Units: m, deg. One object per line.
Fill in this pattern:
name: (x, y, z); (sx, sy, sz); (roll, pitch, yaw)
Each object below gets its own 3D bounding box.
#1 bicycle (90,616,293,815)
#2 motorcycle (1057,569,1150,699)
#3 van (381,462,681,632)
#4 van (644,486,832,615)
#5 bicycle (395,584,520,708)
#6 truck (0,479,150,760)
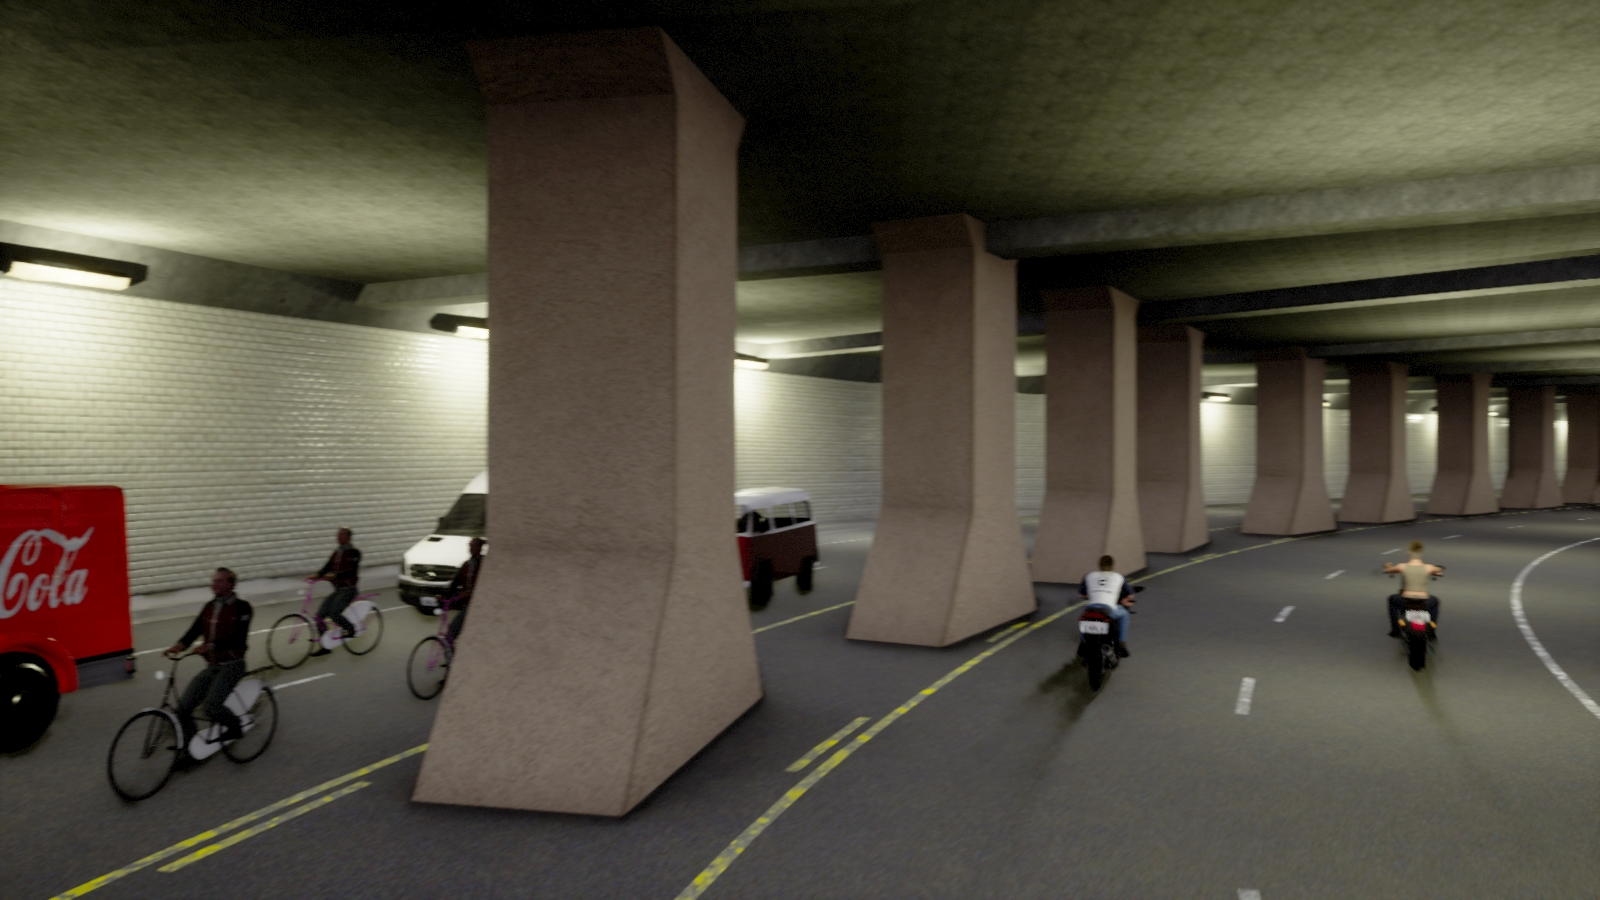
bicycle: (-5.057, 2.160, 9.629); (0.329, 1.251, 1.835); (0, 0, 16)
motorcycle: (3.725, 2.179, 13.900); (0.803, 1.224, 2.033); (0, 0, 23)
van: (-4.587, 1.525, 20.718); (1.988, 2.561, 5.915); (0, 0, 26)
van: (-1.039, 1.779, 21.891); (2.069, 2.038, 4.480); (0, 0, 19)
bicycle: (-3.925, 2.225, 13.256); (0.329, 1.126, 1.835); (0, 0, 21)
truck: (-8.702, 1.551, 9.706); (2.627, 2.467, 5.204); (0, 0, 15)
